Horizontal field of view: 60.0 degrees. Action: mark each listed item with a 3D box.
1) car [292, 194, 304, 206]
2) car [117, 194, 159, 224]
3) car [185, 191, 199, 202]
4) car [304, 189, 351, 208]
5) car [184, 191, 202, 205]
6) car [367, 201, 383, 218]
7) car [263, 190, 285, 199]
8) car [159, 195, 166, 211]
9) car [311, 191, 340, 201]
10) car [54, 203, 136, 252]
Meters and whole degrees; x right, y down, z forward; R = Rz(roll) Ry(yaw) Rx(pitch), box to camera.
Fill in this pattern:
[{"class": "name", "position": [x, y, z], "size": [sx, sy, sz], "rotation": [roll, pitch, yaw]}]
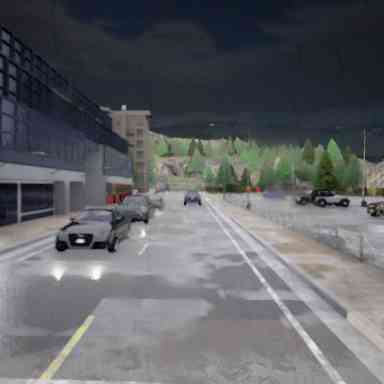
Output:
[{"class": "car", "position": [13.722, 0.574, 37.273], "size": [4.605, 1.855, 1.932], "rotation": [0, 1, 0]}, {"class": "car", "position": [-3.607, 0.976, 21.350], "size": [2.097, 1.767, 4.553], "rotation": [0, 1, 0]}, {"class": "car", "position": [0.038, 0.635, 50.465], "size": [2.033, 1.411, 5.357], "rotation": [0, 1, 0]}, {"class": "car", "position": [14.138, 0.614, 34.368], "size": [3.866, 1.878, 1.905], "rotation": [0, 1, 0]}, {"class": "car", "position": [0.069, 0.637, 40.396], "size": [2.097, 1.767, 4.553], "rotation": [0, 1, 0]}, {"class": "car", "position": [14.153, 0.940, 21.578], "size": [5.027, 1.636, 2.152], "rotation": [0, 1, 0]}, {"class": "car", "position": [13.835, 0.489, 55.859], "size": [3.633, 1.501, 1.845], "rotation": [0, 1, 0]}, {"class": "car", "position": [-3.603, 0.952, 31.473], "size": [1.812, 1.442, 4.674], "rotation": [0, 1, 0]}, {"class": "car", "position": [21.259, 0.621, 52.889], "size": [3.806, 1.475, 1.970], "rotation": [0, 1, 0]}, {"class": "car", "position": [-3.600, 1.356, 12.741], "size": [1.994, 1.385, 4.181], "rotation": [0, 1, 0]}]
